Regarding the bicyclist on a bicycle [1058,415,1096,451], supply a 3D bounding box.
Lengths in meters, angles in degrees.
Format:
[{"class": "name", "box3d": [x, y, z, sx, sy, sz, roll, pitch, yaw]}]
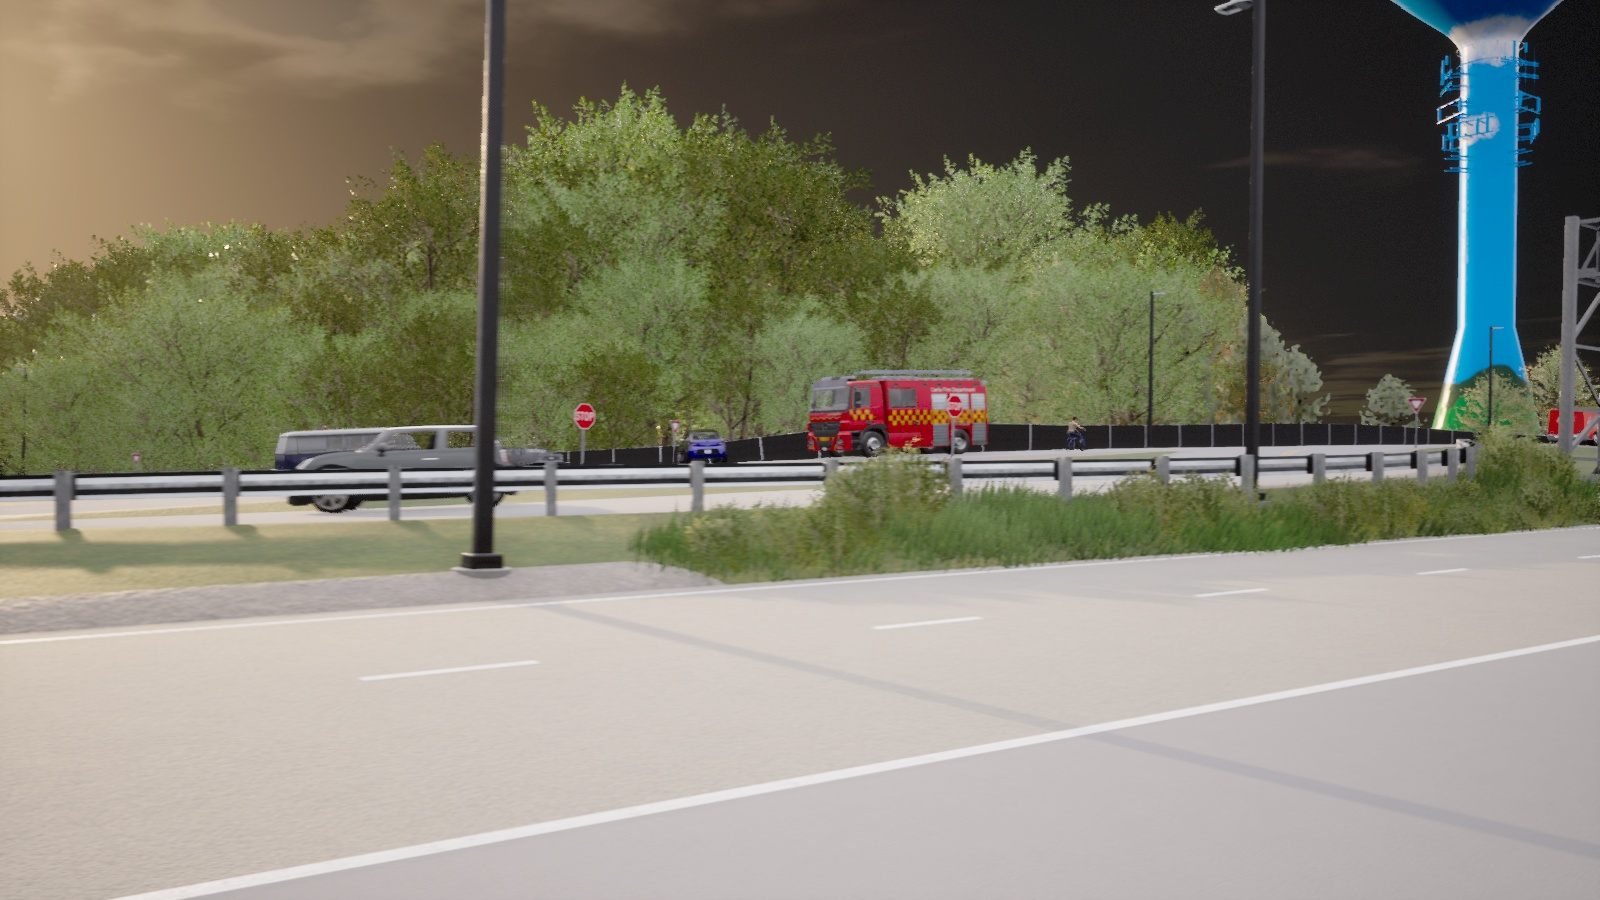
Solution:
[{"class": "bicyclist on a bicycle", "box3d": [12.743, -0.786, 57.846, 1.509, 1.612, 0.866, -2, 1, -32]}]

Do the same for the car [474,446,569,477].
[{"class": "car", "box3d": [-14.248, 0.612, 64.107, 5.357, 1.411, 2.033, -3, -3, 42]}]

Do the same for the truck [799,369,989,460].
[{"class": "truck", "box3d": [4.308, -1.641, 56.268, 8.468, 3.827, 2.891, -2, 1, -35]}]

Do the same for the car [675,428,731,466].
[{"class": "car", "box3d": [-4.155, -0.097, 53.126, 1.816, 1.474, 4.193, -2, 0, -12]}]

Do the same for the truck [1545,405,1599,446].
[{"class": "truck", "box3d": [52.750, -1.629, 84.390, 5.204, 2.467, 2.627, 3, -2, -34]}]

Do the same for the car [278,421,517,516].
[{"class": "car", "box3d": [-7.012, 0.314, 22.261, 3.806, 1.475, 1.970, -2, -1, -12]}]

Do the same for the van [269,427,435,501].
[{"class": "van", "box3d": [-13.797, 0.383, 38.784, 4.442, 1.987, 1.775, -3, 2, -34]}]
